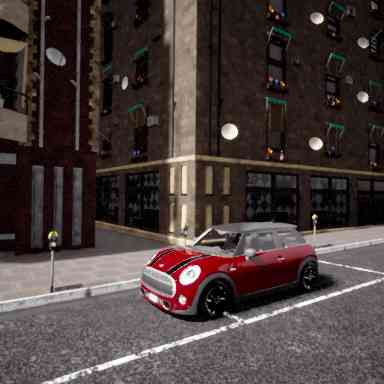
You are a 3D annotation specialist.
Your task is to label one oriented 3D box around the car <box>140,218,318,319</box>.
[{"bbox_3d":[0.907,1.441,7.335,4.097,1.590,1.967,0,1,-35],"label":"car"}]
